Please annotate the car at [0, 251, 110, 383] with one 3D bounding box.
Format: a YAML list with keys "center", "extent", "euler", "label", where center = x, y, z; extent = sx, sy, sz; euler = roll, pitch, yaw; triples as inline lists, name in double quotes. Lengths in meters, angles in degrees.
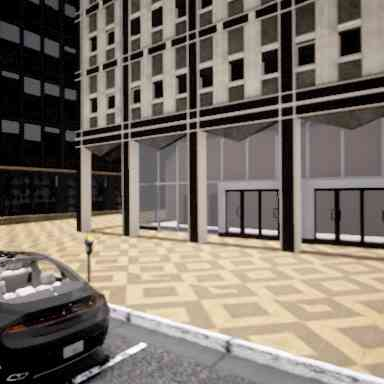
- center: [-3.148, 1.602, 5.116]
  extent: [4.403, 1.369, 2.008]
  euler: [-1, 0, 35]
  label: "car"
